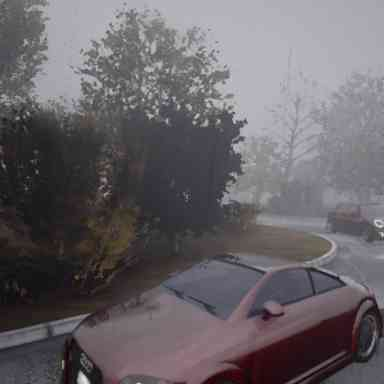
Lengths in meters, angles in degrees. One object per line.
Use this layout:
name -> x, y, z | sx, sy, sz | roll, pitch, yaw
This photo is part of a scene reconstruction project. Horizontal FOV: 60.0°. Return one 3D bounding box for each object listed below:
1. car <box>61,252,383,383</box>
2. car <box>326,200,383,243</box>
car -> 0.605, 1.547, 4.229 | 4.181, 1.385, 1.994 | 0, 0, -37
car -> 8.264, 1.294, 15.576 | 2.097, 1.767, 4.553 | 0, 0, -6
